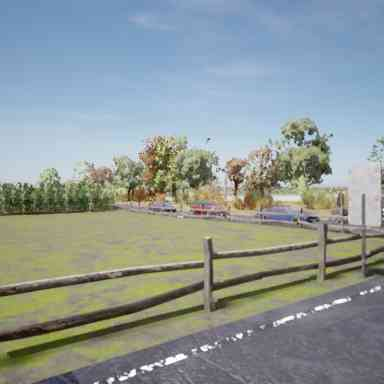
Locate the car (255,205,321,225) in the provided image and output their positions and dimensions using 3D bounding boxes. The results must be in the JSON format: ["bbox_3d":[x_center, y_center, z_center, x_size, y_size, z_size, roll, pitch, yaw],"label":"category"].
[{"bbox_3d":[7.471,1.780,26.652,2.033,1.411,5.357,-1,0,-35],"label":"car"}]

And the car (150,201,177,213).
[{"bbox_3d":[-3.881,2.058,43.899,2.033,1.411,5.357,-1,0,-29],"label":"car"}]

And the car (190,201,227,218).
[{"bbox_3d":[1.708,1.725,35.046,2.097,1.767,4.553,-1,0,-33],"label":"car"}]

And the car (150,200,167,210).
[{"bbox_3d":[-5.621,2.145,55.093,1.812,1.442,4.674,-1,-1,-17],"label":"car"}]

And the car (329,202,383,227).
[{"bbox_3d":[12.501,1.496,24.611,2.097,1.767,4.553,-1,0,-35],"label":"car"}]
